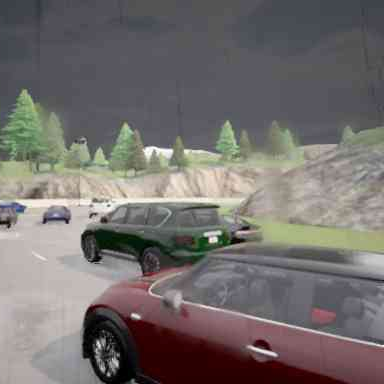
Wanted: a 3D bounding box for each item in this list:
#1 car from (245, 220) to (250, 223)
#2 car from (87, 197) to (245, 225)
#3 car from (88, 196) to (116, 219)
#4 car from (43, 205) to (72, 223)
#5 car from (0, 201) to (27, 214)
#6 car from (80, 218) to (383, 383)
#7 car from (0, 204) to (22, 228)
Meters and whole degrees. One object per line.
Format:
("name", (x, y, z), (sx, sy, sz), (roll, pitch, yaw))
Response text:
("car", (0.577, 1.606, 13.421), (2.128, 1.511, 4.902), (0, -1, -43))
("car", (-1.334, 1.304, 10.255), (2.150, 2.045, 5.566), (0, 0, -44))
("car", (-9.016, 1.473, 33.776), (2.150, 2.045, 5.566), (0, 0, -9))
("car", (-11.001, 1.757, 27.303), (1.994, 1.385, 4.181), (0, 0, -18))
("car", (-19.824, 1.716, 36.369), (1.882, 1.535, 5.008), (0, 0, -4))
("car", (0.739, 1.388, 3.863), (4.553, 1.767, 2.097), (0, -1, 37))
("car", (-13.340, 1.751, 23.114), (1.895, 1.301, 4.718), (0, 0, -21))
